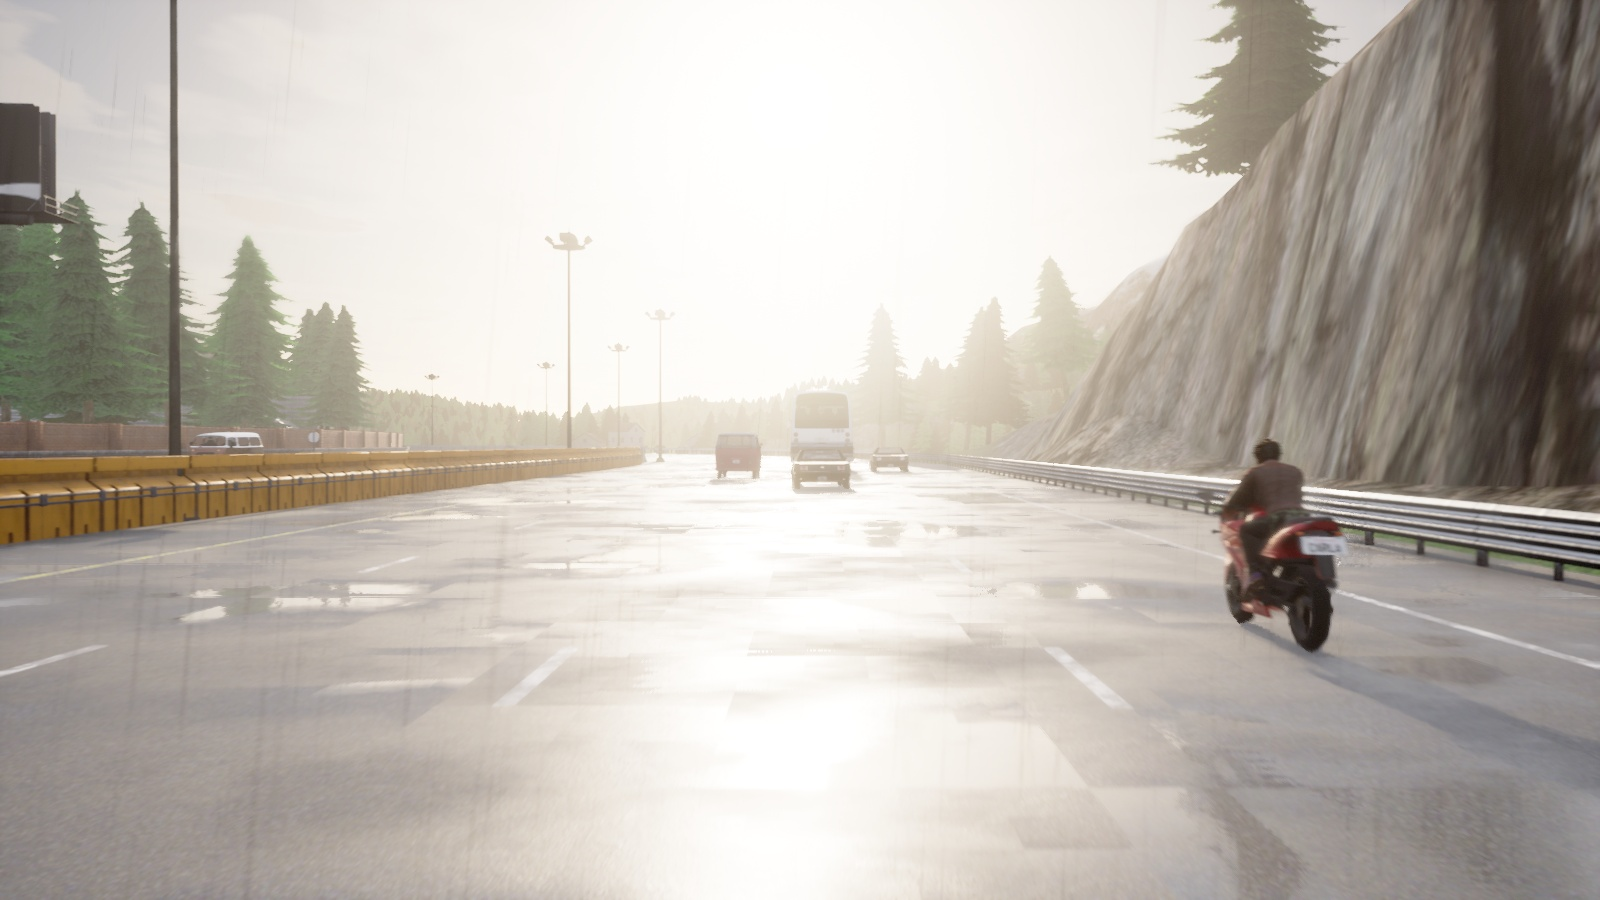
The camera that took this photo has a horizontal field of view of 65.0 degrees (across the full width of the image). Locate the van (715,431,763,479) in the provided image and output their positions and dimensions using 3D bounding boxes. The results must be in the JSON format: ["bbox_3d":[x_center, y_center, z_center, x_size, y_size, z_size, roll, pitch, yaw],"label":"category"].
[{"bbox_3d":[-2.590,0.195,53.968,1.775,1.987,4.442,0,0,1],"label":"van"}]

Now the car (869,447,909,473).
[{"bbox_3d":[4.651,0.480,66.102,1.895,1.301,4.718,0,0,1],"label":"car"}]

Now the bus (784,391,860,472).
[{"bbox_3d":[1.241,-1.025,70.622,3.944,4.253,10.273,0,1,1],"label":"bus"}]

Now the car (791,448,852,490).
[{"bbox_3d":[0.675,0.608,42.643,1.895,1.301,4.718,0,0,-1],"label":"car"}]

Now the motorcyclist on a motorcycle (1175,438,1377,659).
[{"bbox_3d":[3.589,0.677,9.679,0.797,1.523,2.044,0,0,1],"label":"motorcyclist on a motorcycle"}]

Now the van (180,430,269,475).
[{"bbox_3d":[-26.995,0.116,59.120,2.069,2.038,4.480,0,0,1],"label":"van"}]
